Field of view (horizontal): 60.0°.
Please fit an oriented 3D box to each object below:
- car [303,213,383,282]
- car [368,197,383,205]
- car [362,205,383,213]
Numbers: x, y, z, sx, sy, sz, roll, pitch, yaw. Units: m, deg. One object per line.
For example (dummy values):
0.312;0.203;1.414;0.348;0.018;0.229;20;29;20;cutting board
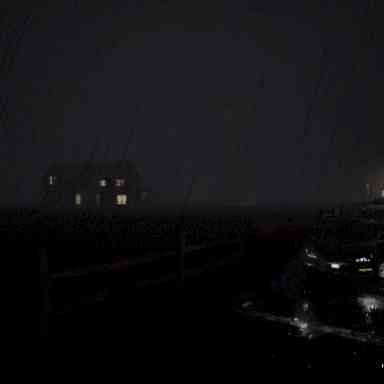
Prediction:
4.850;1.594;10.271;1.837;1.490;4.892;-1;-1;33;car
16.347;1.433;28.123;2.150;2.045;5.566;-1;-1;33;car
10.581;1.699;19.178;2.033;1.411;5.357;-1;-1;33;car
